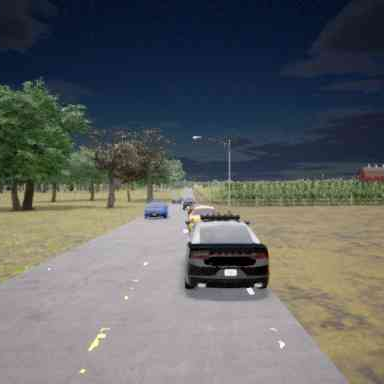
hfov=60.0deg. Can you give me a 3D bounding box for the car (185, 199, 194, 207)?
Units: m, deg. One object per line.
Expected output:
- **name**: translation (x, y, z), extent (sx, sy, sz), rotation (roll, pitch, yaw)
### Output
- **car**: translation (0.650, 1.534, 25.197), extent (1.882, 1.535, 5.008), rotation (0, 0, 0)

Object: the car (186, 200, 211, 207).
- **car**: translation (0.691, 1.485, 19.383), extent (1.801, 1.575, 5.366), rotation (0, 0, 0)

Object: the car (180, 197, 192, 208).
- **car**: translation (-0.313, 1.717, 46.235), extent (1.837, 1.490, 4.892), rotation (0, -1, 0)

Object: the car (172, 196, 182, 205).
- **car**: translation (-3.240, 1.866, 69.894), extent (1.882, 1.535, 5.008), rotation (0, 0, 0)

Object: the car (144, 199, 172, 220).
- **car**: translation (-3.055, 1.558, 29.460), extent (1.882, 1.535, 5.008), rotation (0, 0, 0)

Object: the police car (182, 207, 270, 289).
- **police car**: translation (0.762, 1.428, 9.301), extent (1.930, 1.638, 5.238), rotation (0, 0, 0)
